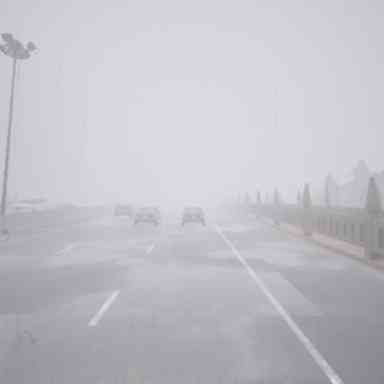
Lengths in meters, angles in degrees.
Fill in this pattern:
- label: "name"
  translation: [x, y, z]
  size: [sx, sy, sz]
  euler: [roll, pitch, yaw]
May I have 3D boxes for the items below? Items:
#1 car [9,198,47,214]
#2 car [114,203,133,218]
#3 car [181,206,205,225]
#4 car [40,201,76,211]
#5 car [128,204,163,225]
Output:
- label: "car"
  translation: [-17.600, 1.629, 36.353]
  size: [2.150, 2.045, 5.566]
  euler: [0, -1, 0]
- label: "car"
  translation: [-6.907, 1.888, 35.180]
  size: [2.128, 1.511, 4.902]
  euler: [0, -1, 0]
- label: "car"
  translation: [0.095, 1.847, 26.536]
  size: [2.033, 1.411, 5.357]
  euler: [0, -1, 0]
- label: "car"
  translation: [-14.103, 1.956, 36.430]
  size: [2.033, 1.411, 5.357]
  euler: [0, -1, 0]
- label: "car"
  translation: [-3.405, 1.847, 26.584]
  size: [2.033, 1.411, 5.357]
  euler: [0, -1, 0]
